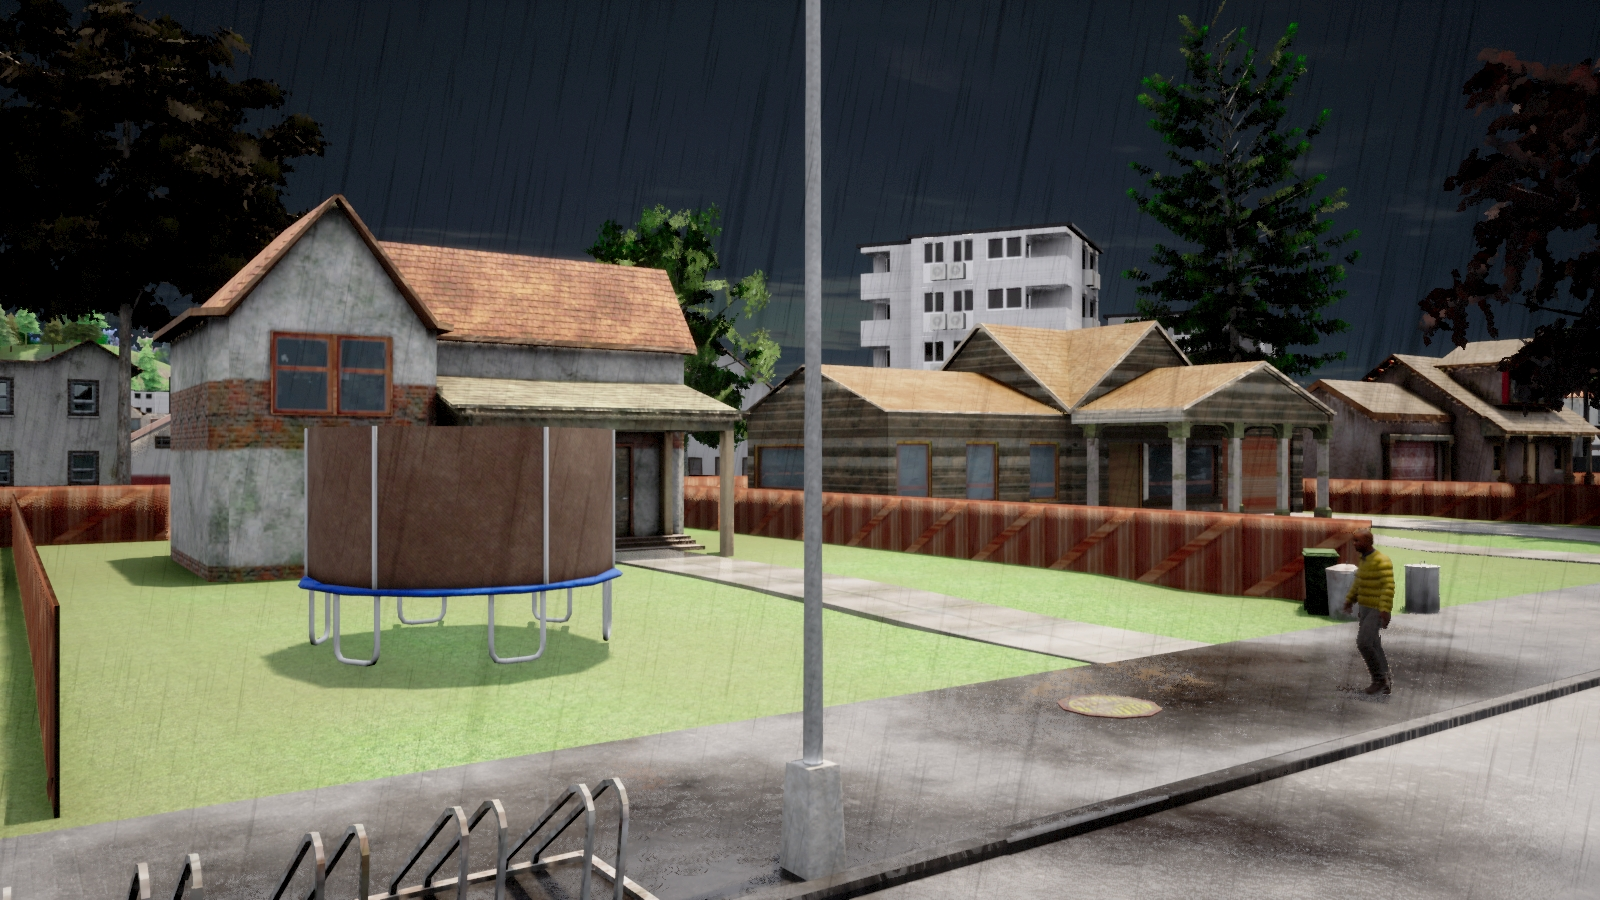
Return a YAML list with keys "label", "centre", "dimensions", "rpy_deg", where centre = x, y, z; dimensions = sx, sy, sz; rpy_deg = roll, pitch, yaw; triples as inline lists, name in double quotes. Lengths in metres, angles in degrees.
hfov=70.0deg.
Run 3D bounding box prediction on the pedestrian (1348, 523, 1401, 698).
- label: "pedestrian"
  centre: [6.298, 1.746, 12.532]
  dimensions: [0.375, 1.860, 0.375]
  rpy_deg: [0, 0, -2]
